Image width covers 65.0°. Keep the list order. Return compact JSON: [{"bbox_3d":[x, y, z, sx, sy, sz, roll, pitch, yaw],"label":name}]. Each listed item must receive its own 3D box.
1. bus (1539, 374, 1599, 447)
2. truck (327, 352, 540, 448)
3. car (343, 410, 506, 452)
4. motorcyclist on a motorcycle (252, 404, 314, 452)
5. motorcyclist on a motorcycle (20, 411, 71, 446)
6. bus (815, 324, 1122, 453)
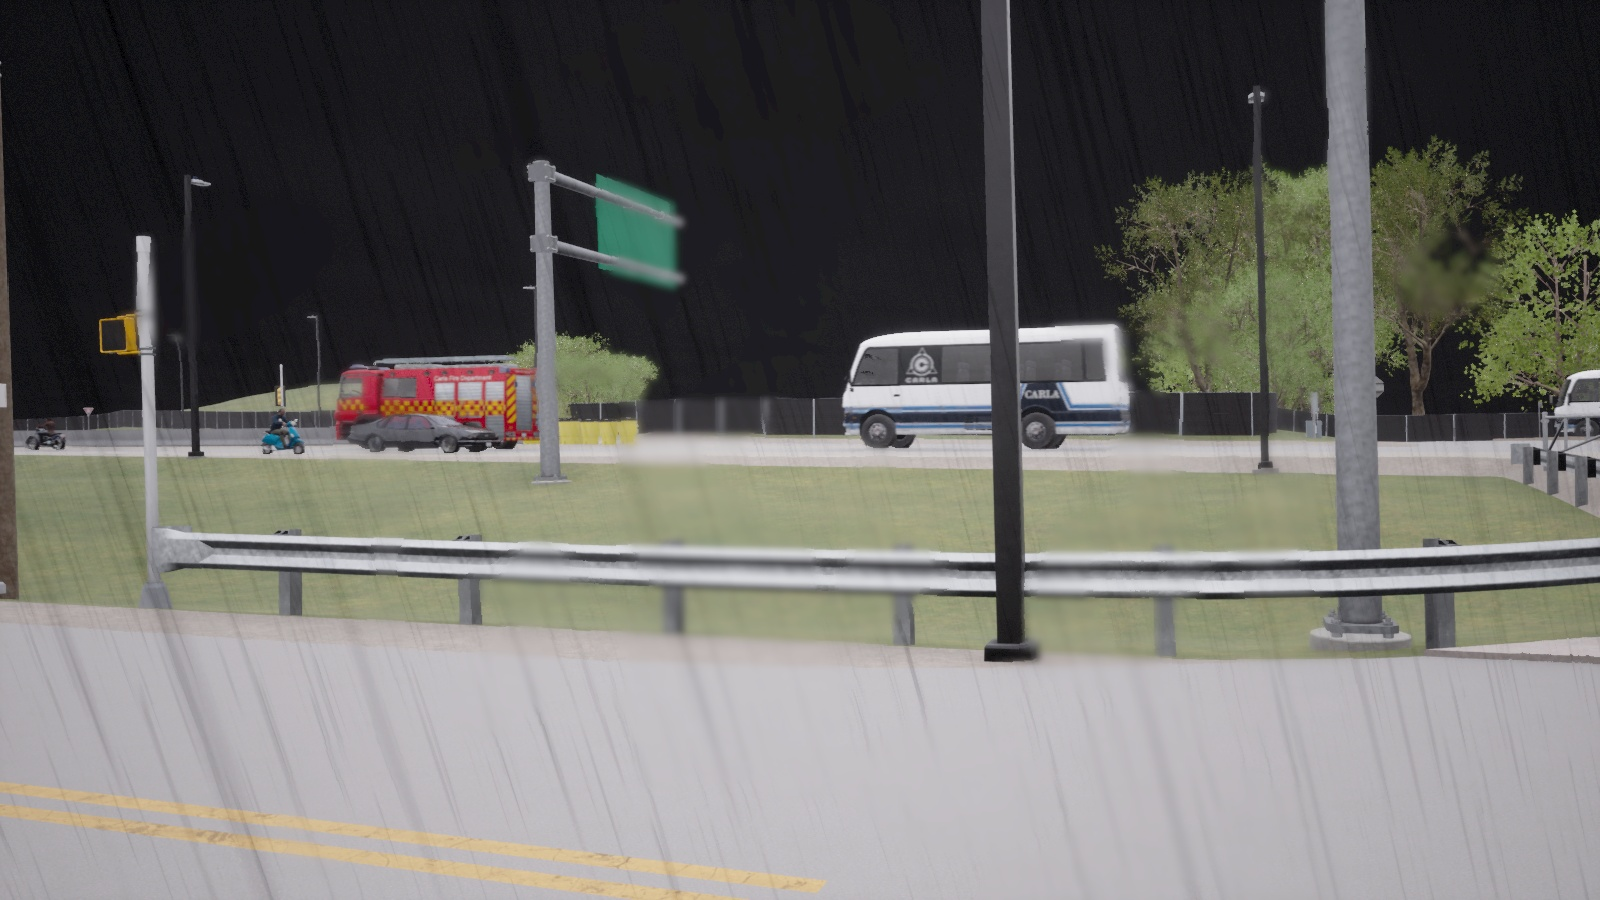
[{"bbox_3d":[50.223,-2.391,74.844,10.273,4.253,3.944,-1,0,26],"label":"bus"},{"bbox_3d":[-15.396,-2.021,52.694,8.468,3.827,2.891,0,1,19],"label":"truck"},{"bbox_3d":[-13.306,-0.684,44.557,5.357,1.411,2.033,0,1,19],"label":"car"},{"bbox_3d":[-17.412,-0.748,42.290,1.817,1.590,0.866,0,1,19],"label":"motorcyclist on a motorcycle"},{"bbox_3d":[-36.047,-1.042,59.977,2.350,1.649,0.766,0,1,19],"label":"motorcyclist on a motorcycle"},{"bbox_3d":[6.046,-2.096,45.115,10.273,4.253,3.944,0,1,21],"label":"bus"}]
